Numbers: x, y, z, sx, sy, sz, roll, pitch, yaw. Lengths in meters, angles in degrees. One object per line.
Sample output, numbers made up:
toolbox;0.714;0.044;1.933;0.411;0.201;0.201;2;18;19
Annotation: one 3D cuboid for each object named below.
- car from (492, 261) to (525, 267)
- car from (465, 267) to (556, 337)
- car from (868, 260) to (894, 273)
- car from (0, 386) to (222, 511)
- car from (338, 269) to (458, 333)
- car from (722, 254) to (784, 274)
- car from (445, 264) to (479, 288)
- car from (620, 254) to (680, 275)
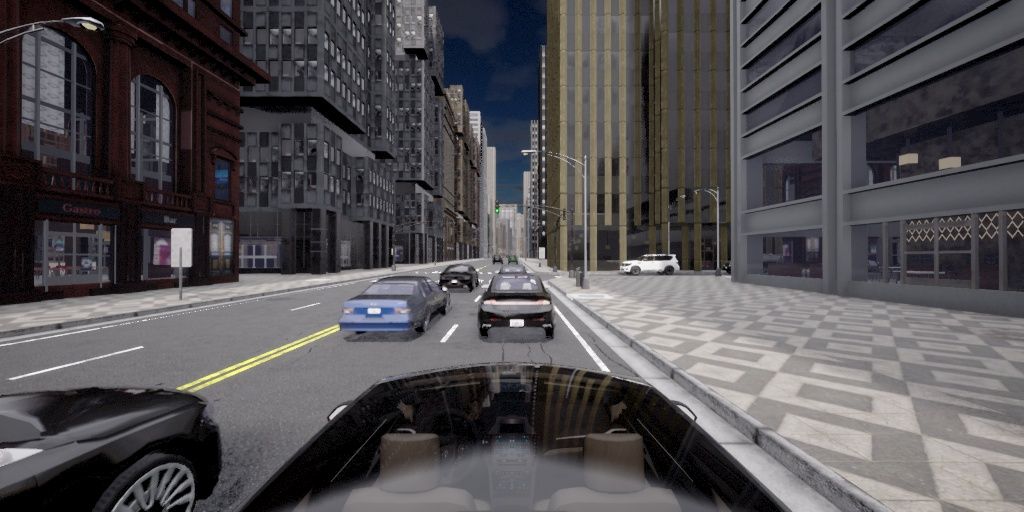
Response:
car;0.055;1.225;20.278;2.128;1.511;4.902;0;0;0
car;0.119;1.238;10.226;2.128;1.511;4.902;0;0;0
car;34.779;1.099;35.803;5.357;1.411;2.033;0;0;0
car;-3.149;1.242;0.761;2.128;1.511;4.902;0;0;0
car;-3.128;1.293;10.660;2.033;1.411;5.357;0;0;0
car;24.162;0.815;35.816;5.566;2.045;2.150;0;0;0
car;-3.100;1.208;21.804;1.882;1.535;5.008;0;0;0
car;13.735;0.859;35.815;5.566;2.045;2.150;0;0;0
